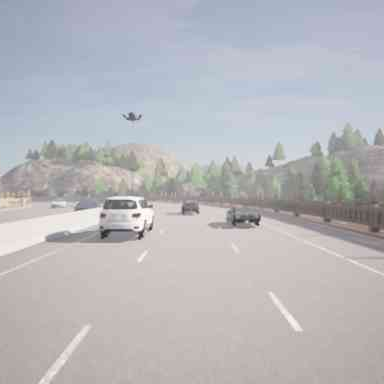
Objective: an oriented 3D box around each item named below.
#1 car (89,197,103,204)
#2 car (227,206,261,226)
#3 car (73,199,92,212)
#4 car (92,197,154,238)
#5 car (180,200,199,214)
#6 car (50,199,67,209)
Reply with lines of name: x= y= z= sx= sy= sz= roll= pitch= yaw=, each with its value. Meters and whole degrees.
car: x=-21.295 y=1.887 z=73.449 sx=2.128 sy=1.511 sz=4.902 roll=0 pitch=0 yaw=-27
car: x=3.605 y=1.669 z=24.043 sx=1.895 sy=1.301 sz=4.718 roll=0 pitch=0 yaw=0
car: x=-10.828 y=1.677 z=34.509 sx=1.994 sy=1.385 sz=4.181 roll=0 pitch=0 yaw=-3
car: x=-3.395 y=1.268 z=18.052 sx=2.150 sy=2.045 sz=5.566 roll=0 pitch=0 yaw=0
car: x=-0.279 y=1.614 z=37.307 sx=2.128 sy=1.511 sz=4.902 roll=0 pitch=0 yaw=-4
car: x=-20.022 y=1.737 z=50.178 sx=1.812 sy=1.442 sz=4.674 roll=0 pitch=0 yaw=-13
